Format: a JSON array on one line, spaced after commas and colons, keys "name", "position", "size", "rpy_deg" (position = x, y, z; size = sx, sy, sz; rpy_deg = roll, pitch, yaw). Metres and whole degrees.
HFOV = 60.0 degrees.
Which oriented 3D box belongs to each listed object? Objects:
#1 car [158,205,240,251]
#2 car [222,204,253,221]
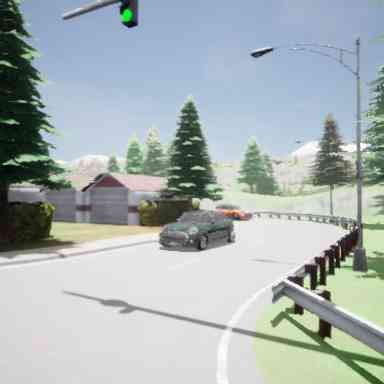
[{"name": "car", "position": [0.336, 1.691, 16.118], "size": [2.097, 1.767, 4.553], "rpy_deg": [-1, -2, 31]}, {"name": "car", "position": [4.243, 2.092, 34.989], "size": [2.097, 1.767, 4.553], "rpy_deg": [1, -1, -41]}]
